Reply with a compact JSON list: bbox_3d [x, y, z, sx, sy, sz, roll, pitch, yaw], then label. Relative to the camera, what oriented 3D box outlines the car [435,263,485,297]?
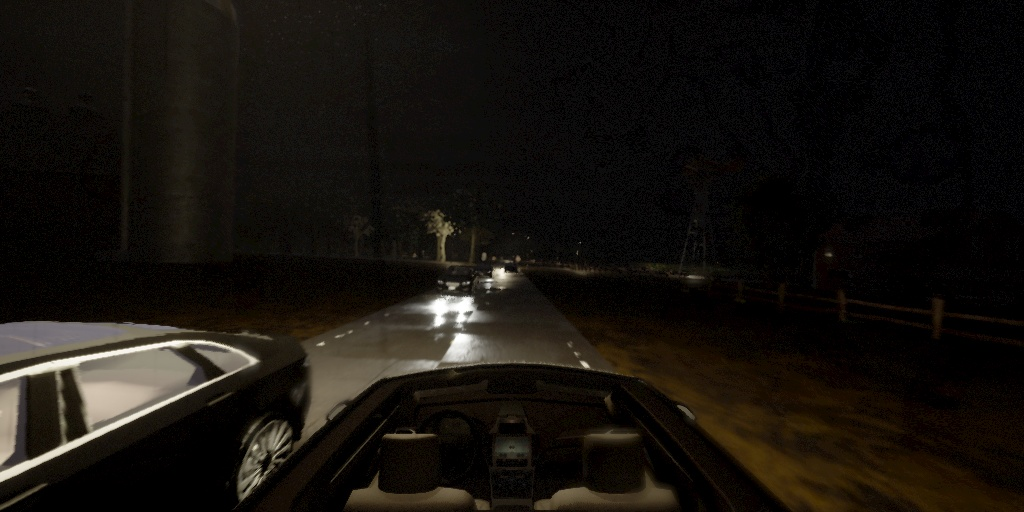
[{"bbox_3d":[-2.873,1.288,19.641,2.128,1.511,4.902,2,0,0],"label":"car"}]

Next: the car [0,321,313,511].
[{"bbox_3d":[-2.738,1.137,1.348,2.128,1.511,4.902,2,0,-1],"label":"car"}]

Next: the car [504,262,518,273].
[{"bbox_3d":[-0.159,1.609,50.979,1.882,1.535,5.008,2,0,0],"label":"car"}]

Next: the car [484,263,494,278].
[{"bbox_3d":[-2.910,1.494,37.160,1.812,1.442,4.674,2,0,0],"label":"car"}]
